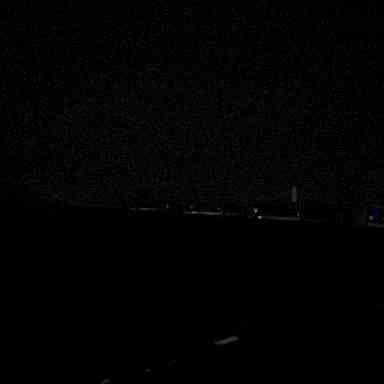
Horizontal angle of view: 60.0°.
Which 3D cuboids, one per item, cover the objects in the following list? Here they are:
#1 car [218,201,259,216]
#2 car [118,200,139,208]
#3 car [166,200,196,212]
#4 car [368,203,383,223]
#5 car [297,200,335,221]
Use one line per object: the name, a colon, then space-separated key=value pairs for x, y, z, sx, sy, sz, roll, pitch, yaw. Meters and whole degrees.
car: x=4.749 y=1.636 z=34.208 sx=2.128 sy=1.511 sz=4.902 roll=1 pitch=-1 yaw=-36
car: x=-10.628 y=2.020 z=55.684 sx=1.895 sy=1.301 sz=4.718 roll=1 pitch=-1 yaw=-36
car: x=-1.444 y=1.732 z=42.805 sx=2.128 sy=1.511 sz=4.902 roll=1 pitch=-1 yaw=-36
car: x=13.466 y=1.591 z=27.110 sx=1.882 sy=1.535 sz=5.008 roll=2 pitch=-1 yaw=-34
car: x=10.665 y=1.420 z=26.123 sx=2.097 sy=1.767 sz=4.553 roll=1 pitch=-1 yaw=-38
